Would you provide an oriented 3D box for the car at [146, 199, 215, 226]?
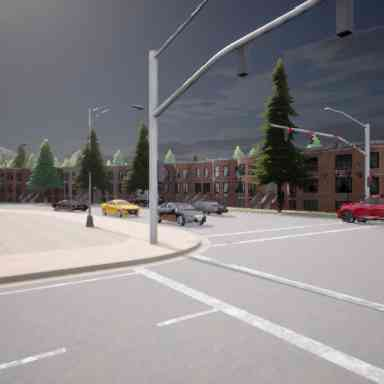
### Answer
[{"bbox_3d":[-0.957,1.492,23.353,2.128,1.511,4.902,0,0,-36],"label":"car"}]

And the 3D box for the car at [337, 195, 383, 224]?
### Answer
[{"bbox_3d":[12.843,1.221,22.593,2.150,2.045,5.566,0,0,-36],"label":"car"}]

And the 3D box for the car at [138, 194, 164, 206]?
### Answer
[{"bbox_3d":[-6.192,1.221,45.547,5.566,2.045,2.150,0,0,39],"label":"car"}]

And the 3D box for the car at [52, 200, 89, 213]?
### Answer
[{"bbox_3d":[-13.880,1.601,37.979,4.718,1.301,1.895,0,0,37],"label":"car"}]

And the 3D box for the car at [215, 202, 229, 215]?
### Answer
[{"bbox_3d":[1.210,1.547,32.637,2.033,1.411,5.357,0,0,-37],"label":"car"}]

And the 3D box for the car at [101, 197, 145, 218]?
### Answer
[{"bbox_3d":[-6.709,1.478,30.916,1.882,1.535,5.008,0,0,-40],"label":"car"}]
